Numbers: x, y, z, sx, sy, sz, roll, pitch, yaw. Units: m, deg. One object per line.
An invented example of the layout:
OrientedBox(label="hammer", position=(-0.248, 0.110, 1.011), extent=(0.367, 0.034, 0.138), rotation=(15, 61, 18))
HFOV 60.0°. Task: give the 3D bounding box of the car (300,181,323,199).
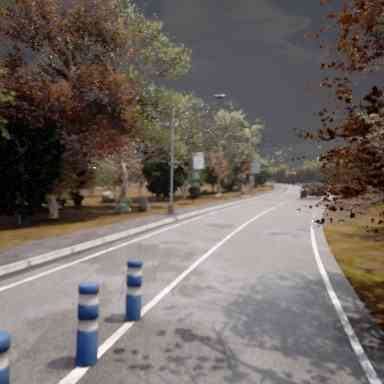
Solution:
OrientedBox(label="car", position=(14.321, -0.255, 39.912), extent=(2.150, 2.045, 5.566), rotation=(0, 3, 25))

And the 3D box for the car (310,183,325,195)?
OrientedBox(label="car", position=(18.703, -0.445, 49.422), extent=(1.882, 1.535, 5.008), rotation=(0, 3, 23))
